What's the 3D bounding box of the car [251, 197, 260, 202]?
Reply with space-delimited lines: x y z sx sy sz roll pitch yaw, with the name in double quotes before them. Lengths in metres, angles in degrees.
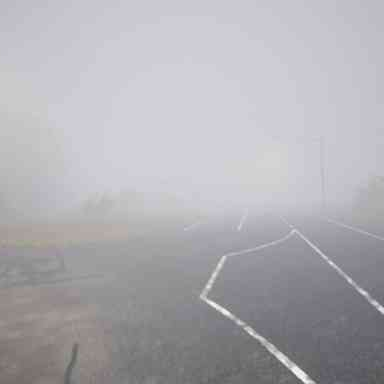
"car" 17.765 2.130 93.466 1.812 1.442 4.674 -2 -1 17
